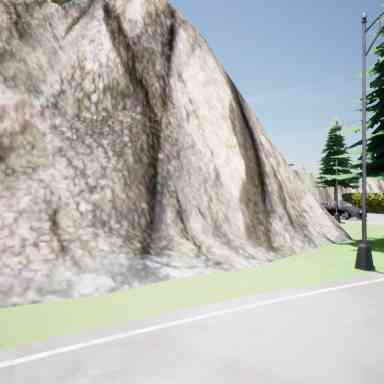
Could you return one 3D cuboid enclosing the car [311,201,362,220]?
[{"bbox_3d":[12.393,1.491,28.315,2.128,1.511,4.902,0,0,-26],"label":"car"}]
